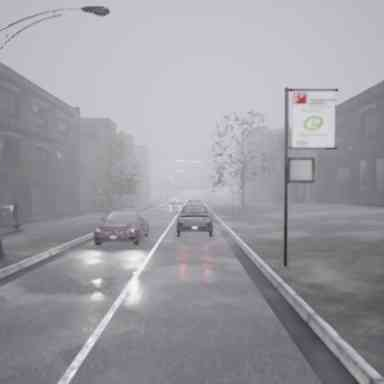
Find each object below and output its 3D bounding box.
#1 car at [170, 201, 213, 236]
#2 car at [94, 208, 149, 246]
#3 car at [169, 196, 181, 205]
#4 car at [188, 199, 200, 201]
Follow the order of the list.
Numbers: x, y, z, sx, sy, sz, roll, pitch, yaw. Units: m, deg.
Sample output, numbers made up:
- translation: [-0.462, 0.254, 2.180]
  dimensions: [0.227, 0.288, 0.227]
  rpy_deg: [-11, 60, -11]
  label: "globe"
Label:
- translation: [0.137, 1.475, 18.157]
  dimensions: [2.128, 1.511, 4.902]
  rpy_deg: [0, 0, 0]
  label: "car"
- translation: [-3.076, 1.512, 15.362]
  dimensions: [1.812, 1.442, 4.674]
  rpy_deg: [0, 0, 0]
  label: "car"
- translation: [-2.874, 1.474, 57.183]
  dimensions: [1.812, 1.442, 4.674]
  rpy_deg: [0, 0, 1]
  label: "car"
- translation: [0.202, 1.515, 36.455]
  dimensions: [2.033, 1.411, 5.357]
  rpy_deg: [0, 0, 0]
  label: "car"
